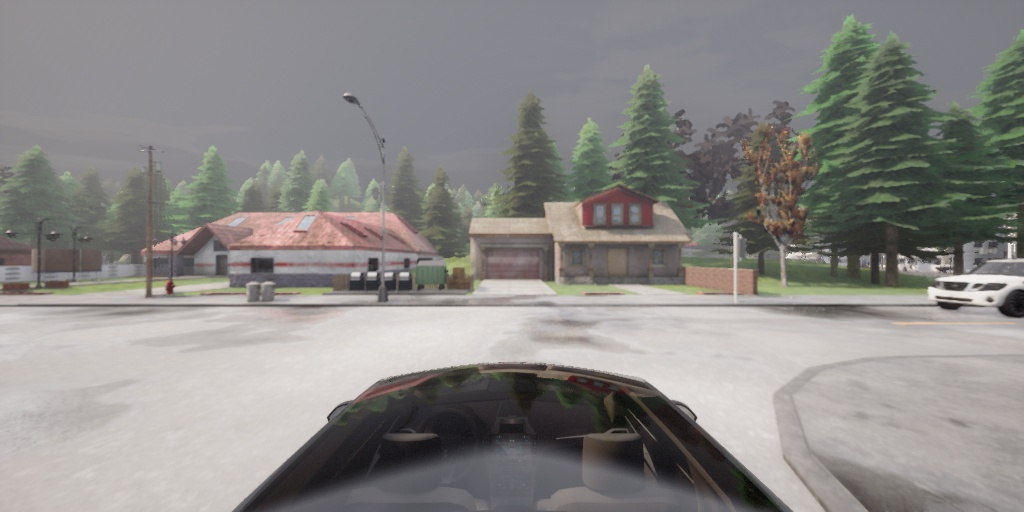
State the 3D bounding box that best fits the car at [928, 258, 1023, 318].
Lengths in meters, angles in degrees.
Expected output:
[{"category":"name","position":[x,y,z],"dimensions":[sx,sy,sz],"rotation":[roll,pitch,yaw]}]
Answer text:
[{"category":"car","position":[19.068,1.097,13.280],"dimensions":[5.566,2.045,2.150],"rotation":[0,-1,0]}]
